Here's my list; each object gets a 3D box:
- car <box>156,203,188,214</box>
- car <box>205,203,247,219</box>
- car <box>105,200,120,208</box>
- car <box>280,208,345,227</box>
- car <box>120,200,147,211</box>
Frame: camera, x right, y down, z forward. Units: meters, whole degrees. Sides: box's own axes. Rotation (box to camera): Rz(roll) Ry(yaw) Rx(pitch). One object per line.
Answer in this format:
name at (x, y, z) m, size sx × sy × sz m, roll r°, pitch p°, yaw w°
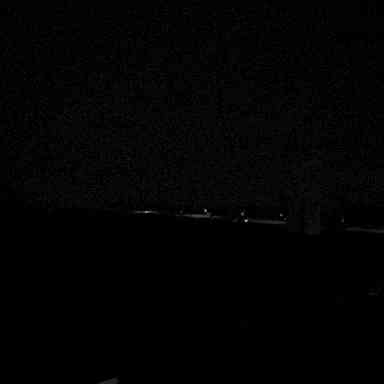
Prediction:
car at (-2.528, 2.025, 40.934) m, size 1.895 × 1.301 × 4.718 m, roll 2°, pitch -2°, yaw -36°
car at (3.281, 1.827, 32.885) m, size 2.128 × 1.511 × 4.902 m, roll 2°, pitch -2°, yaw -36°
car at (-14.949, 2.246, 63.147) m, size 1.882 × 1.535 × 5.008 m, roll 2°, pitch -2°, yaw -36°
car at (9.007, 1.753, 25.036) m, size 2.128 × 1.511 × 4.902 m, roll 2°, pitch -2°, yaw -37°
car at (-8.383, 2.027, 49.097) m, size 1.837 × 1.490 × 4.892 m, roll 2°, pitch -2°, yaw -36°
